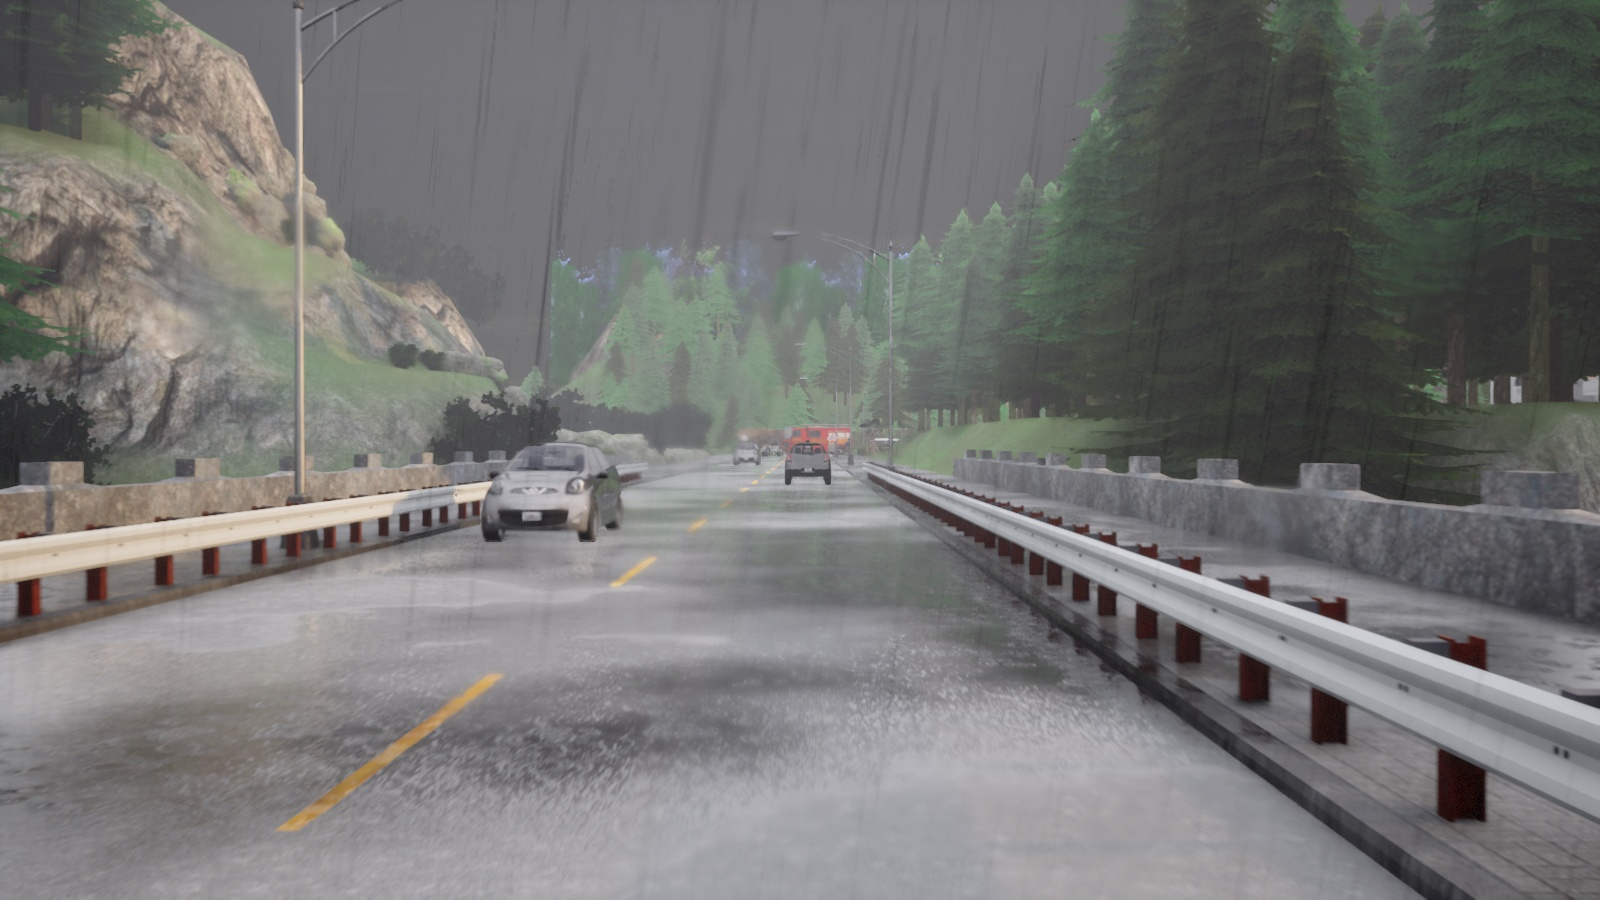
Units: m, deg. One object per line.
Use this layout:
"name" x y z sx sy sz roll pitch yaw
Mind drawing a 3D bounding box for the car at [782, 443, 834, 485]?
"car" 0.291 0.499 46.317 1.845 1.501 3.633 0 0 0

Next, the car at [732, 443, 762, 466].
"car" -3.494 0.289 83.084 1.845 1.501 3.633 0 0 0

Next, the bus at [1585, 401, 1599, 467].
"bus" 54.061 -1.027 78.270 3.944 4.253 10.273 0 0 0

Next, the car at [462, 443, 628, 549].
"car" -3.868 0.646 19.638 1.845 1.501 3.633 0 0 0
